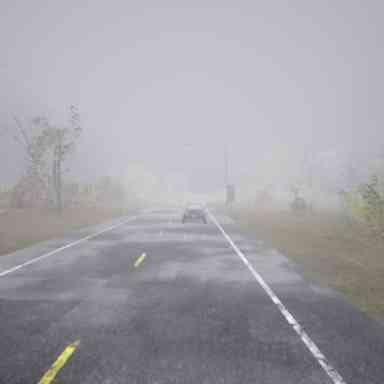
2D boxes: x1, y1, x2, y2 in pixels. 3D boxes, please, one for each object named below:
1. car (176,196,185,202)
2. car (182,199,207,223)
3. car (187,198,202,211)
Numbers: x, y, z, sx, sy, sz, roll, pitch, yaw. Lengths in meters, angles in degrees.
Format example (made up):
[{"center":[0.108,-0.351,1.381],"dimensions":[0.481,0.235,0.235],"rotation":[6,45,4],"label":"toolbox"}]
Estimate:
[{"center":[-2.837,1.671,80.925],"dimensions":[1.837,1.490,4.892],"rotation":[0,0,1],"label":"car"},{"center":[0.178,1.581,26.390],"dimensions":[1.812,1.442,4.674],"rotation":[0,0,0],"label":"car"},{"center":[0.296,1.616,43.532],"dimensions":[1.812,1.442,4.674],"rotation":[0,0,1],"label":"car"}]
